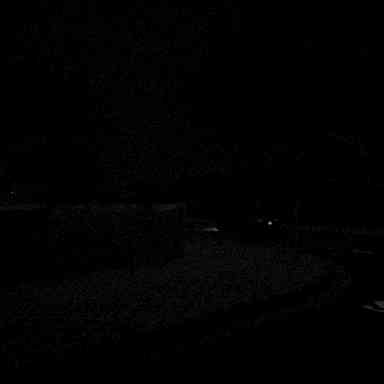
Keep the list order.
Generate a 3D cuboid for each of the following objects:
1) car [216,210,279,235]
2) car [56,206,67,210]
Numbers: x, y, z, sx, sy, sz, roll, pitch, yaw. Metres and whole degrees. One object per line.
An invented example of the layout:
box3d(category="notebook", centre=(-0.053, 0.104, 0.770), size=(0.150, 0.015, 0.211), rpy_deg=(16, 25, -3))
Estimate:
box3d(category="car", centre=(3.303, 1.796, 20.519), size=(1.994, 1.385, 4.181), rpy_deg=(0, -2, -34))
box3d(category="car", centre=(-18.859, 2.680, 46.667), size=(1.837, 1.490, 4.892), rpy_deg=(0, -2, -38))
